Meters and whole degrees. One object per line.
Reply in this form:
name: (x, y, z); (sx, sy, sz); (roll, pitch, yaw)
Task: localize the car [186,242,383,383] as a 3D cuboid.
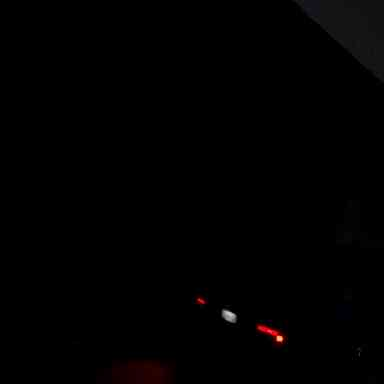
car: (2.495, 1.590, 5.527); (5.357, 1.411, 2.033); (1, 0, -35)
